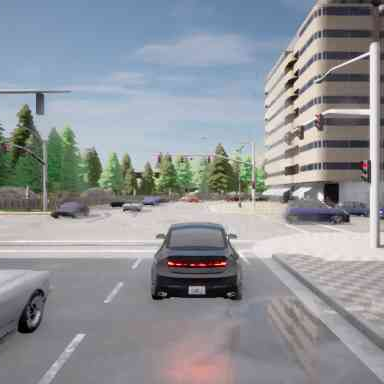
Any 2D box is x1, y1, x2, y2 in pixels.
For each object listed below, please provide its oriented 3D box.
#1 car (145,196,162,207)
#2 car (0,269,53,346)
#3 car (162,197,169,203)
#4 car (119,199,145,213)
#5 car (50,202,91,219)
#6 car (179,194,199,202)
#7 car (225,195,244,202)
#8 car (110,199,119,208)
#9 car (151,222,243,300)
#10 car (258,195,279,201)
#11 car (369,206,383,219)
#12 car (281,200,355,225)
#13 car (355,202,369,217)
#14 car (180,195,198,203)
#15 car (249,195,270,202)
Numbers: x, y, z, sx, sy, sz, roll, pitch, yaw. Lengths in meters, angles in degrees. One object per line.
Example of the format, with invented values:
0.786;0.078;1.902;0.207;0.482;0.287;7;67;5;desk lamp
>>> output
-6.413;1.478;50.924;1.882;1.535;5.008;0;1;7;car
-3.427;1.601;3.832;1.895;1.301;4.718;0;0;0;car
-6.472;1.548;64.605;2.033;1.411;5.357;0;0;24;car
-6.718;1.601;37.461;1.895;1.301;4.718;0;0;-5;car
-10.551;1.588;29.361;2.033;1.411;5.357;0;0;0;car
-0.616;1.355;74.474;2.097;1.767;4.553;0;0;38;car
9.696;1.478;75.074;5.008;1.535;1.882;0;0;-41;car
-10.184;1.601;47.571;1.895;1.301;4.718;0;0;4;car
0.114;1.505;8.354;1.837;1.490;4.892;0;0;1;car
18.493;1.500;80.591;4.892;1.490;1.837;0;0;-22;car
17.692;1.581;27.518;4.674;1.442;1.812;0;0;0;car
8.857;1.408;24.067;4.553;1.767;2.097;0;0;5;car
14.595;1.603;31.027;5.357;1.411;2.033;0;0;0;car
-0.624;1.351;68.390;2.097;1.767;4.553;0;0;32;car
15.170;1.595;74.804;4.718;1.301;1.895;0;0;-33;car
